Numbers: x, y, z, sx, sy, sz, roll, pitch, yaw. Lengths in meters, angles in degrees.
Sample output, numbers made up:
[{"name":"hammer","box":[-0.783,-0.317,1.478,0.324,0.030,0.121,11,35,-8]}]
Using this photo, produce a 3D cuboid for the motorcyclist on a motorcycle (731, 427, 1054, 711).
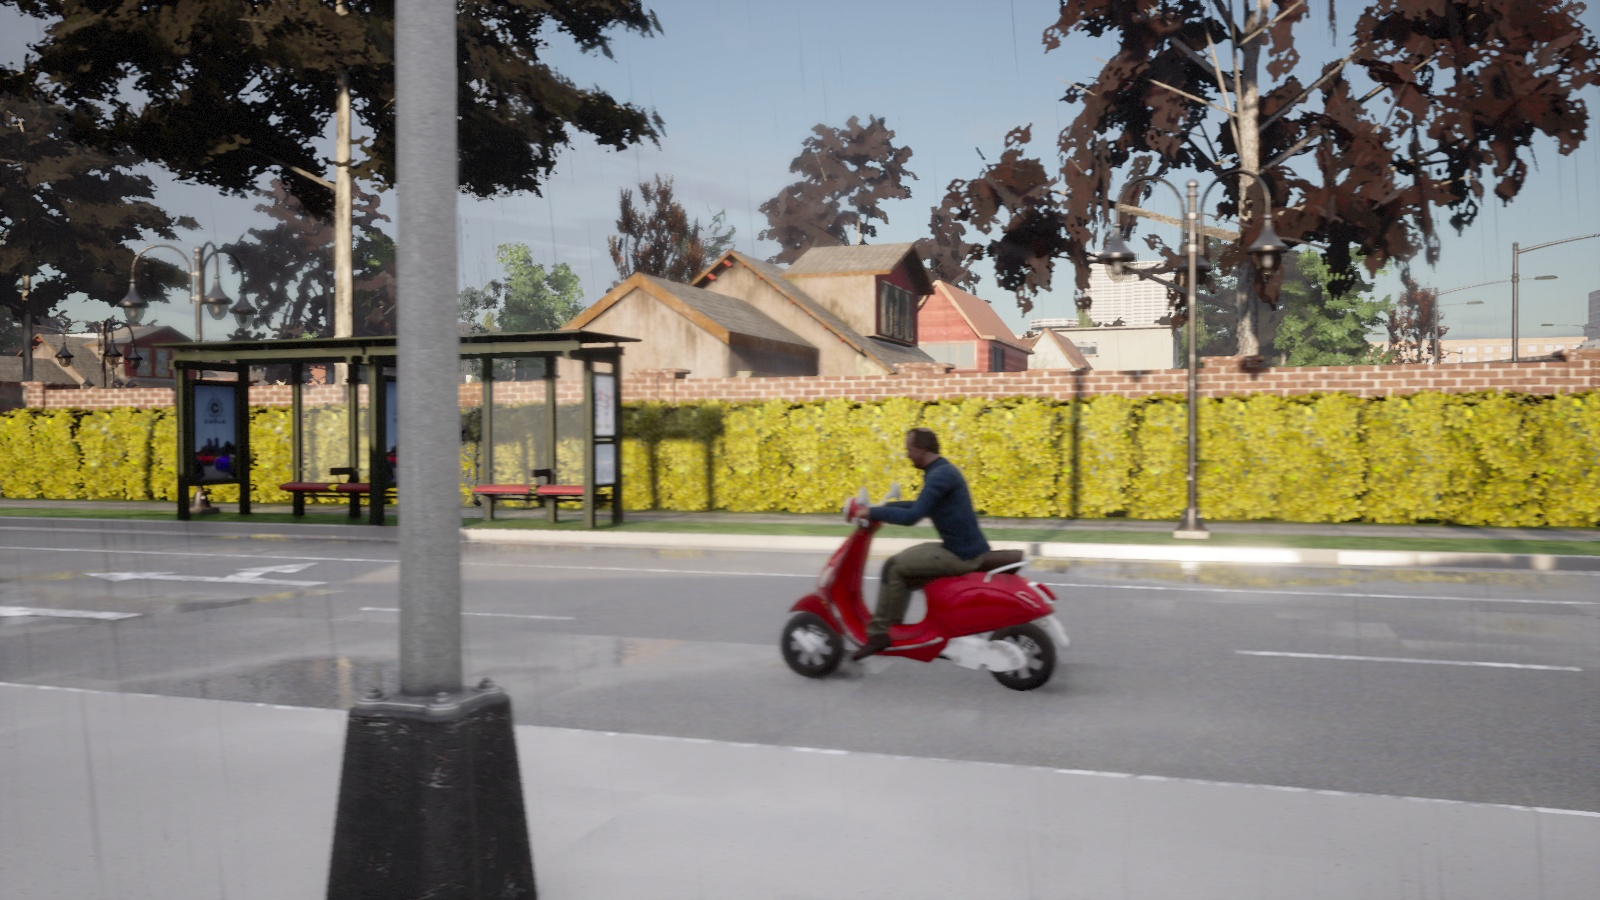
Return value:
[{"name":"motorcyclist on a motorcycle","box":[0.584,0.658,7.743,1.817,1.590,0.866,1,1,19]}]
